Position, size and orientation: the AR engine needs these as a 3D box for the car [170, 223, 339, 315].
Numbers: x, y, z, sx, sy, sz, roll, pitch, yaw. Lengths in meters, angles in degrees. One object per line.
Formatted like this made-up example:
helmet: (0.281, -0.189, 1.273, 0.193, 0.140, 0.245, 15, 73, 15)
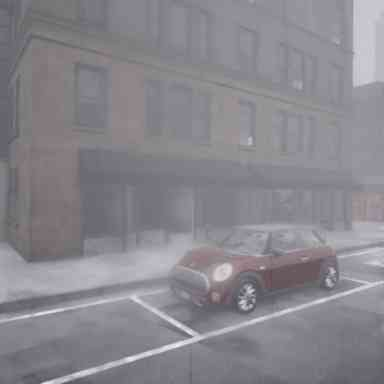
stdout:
car: (1.498, 1.494, 7.603, 4.097, 1.590, 1.967, 1, 0, -36)
